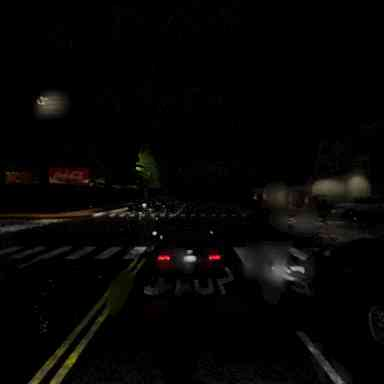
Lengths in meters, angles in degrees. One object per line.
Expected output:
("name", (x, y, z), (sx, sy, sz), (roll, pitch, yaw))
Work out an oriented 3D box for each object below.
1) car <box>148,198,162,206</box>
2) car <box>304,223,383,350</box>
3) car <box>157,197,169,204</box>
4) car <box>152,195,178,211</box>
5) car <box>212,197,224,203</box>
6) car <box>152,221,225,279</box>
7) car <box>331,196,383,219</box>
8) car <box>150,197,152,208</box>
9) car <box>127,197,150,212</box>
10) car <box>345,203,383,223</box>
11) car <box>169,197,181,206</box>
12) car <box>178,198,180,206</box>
("car", (-6.742, 1.826, 61.202), (1.994, 1.385, 4.181), (0, 0, 0))
("car", (3.598, 1.552, 6.118), (1.812, 1.442, 4.674), (0, 0, 0))
("car", (-6.358, 1.788, 73.145), (1.882, 1.535, 5.008), (0, 0, 5))
("car", (-3.436, 1.407, 43.261), (2.150, 2.045, 5.566), (0, 0, 1))
("car", (6.389, 1.904, 82.105), (1.994, 1.385, 4.181), (0, 0, 20))
("car", (-0.234, 1.592, 10.171), (2.033, 1.411, 5.357), (0, 0, -4))
("car", (15.074, 1.346, 28.900), (5.566, 2.045, 2.150), (0, 0, 1))
("car", (-6.858, 1.572, 51.307), (2.097, 1.767, 4.553), (0, 0, 1))
("car", (-6.940, 1.687, 42.340), (1.837, 1.490, 4.892), (0, 0, 1))
("car", (14.657, 1.710, 25.381), (4.718, 1.301, 1.895), (0, 0, 0))
("car", (-3.202, 1.774, 62.969), (1.837, 1.490, 4.892), (0, 0, 1))
("car", (-3.335, 1.828, 53.023), (1.895, 1.301, 4.718), (0, 0, 1))
